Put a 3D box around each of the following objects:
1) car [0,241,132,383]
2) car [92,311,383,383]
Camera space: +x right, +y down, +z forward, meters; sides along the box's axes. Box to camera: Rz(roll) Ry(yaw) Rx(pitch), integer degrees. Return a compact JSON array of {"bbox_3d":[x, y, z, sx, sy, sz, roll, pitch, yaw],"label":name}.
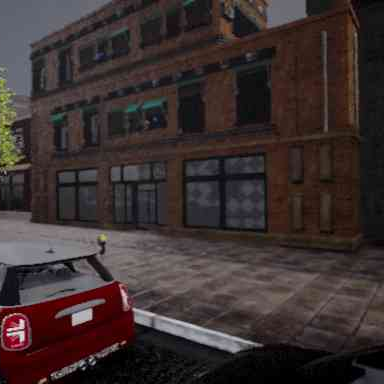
[{"bbox_3d":[-2.828,1.446,4.908,4.097,1.590,1.967,0,-1,36],"label":"car"},{"bbox_3d":[1.686,1.566,1.685,4.313,1.339,1.947,0,-1,36],"label":"car"}]
